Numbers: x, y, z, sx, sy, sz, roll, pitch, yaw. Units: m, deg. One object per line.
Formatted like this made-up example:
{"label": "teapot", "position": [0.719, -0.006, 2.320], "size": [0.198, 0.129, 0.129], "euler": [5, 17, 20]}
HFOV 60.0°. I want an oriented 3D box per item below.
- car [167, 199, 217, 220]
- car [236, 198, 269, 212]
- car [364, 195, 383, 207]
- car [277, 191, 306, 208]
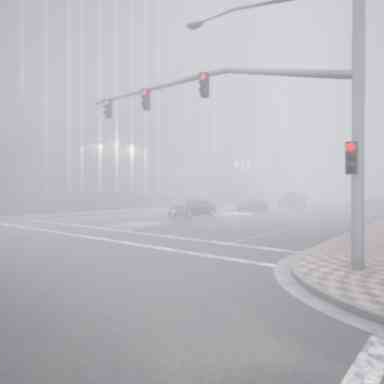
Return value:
{"label": "car", "position": [0.083, 1.299, 26.381], "size": [2.128, 1.511, 4.902], "euler": [0, 1, 38]}
{"label": "car", "position": [6.234, 1.318, 34.182], "size": [1.994, 1.385, 4.181], "euler": [0, 1, 38]}
{"label": "car", "position": [24.151, 1.283, 45.299], "size": [1.895, 1.301, 4.718], "euler": [0, 1, 38]}
{"label": "car", "position": [12.804, 0.919, 42.500], "size": [2.150, 2.045, 5.566], "euler": [0, 1, 38]}
